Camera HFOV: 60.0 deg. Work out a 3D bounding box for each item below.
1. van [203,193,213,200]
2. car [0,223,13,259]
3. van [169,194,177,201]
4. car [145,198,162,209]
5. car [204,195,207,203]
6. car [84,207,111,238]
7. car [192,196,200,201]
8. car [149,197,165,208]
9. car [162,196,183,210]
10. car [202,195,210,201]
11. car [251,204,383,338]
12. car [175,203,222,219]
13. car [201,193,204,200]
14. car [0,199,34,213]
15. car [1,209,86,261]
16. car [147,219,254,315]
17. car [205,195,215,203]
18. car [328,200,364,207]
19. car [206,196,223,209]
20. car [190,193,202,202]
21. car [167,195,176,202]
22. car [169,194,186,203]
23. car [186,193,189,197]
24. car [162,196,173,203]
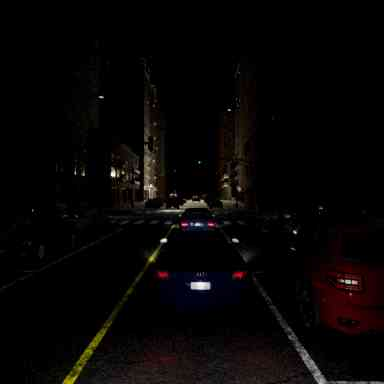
[{"bbox_3d":[3.454,1.358,61.828,1.690,1.788,3.998,1,0,1],"label":"van"},{"bbox_3d":[-5.777,1.526,6.490,1.752,1.417,4.829,1,0,1],"label":"car"},{"bbox_3d":[-4.783,1.371,84.633,1.690,1.788,3.998,1,0,1],"label":"van"},{"bbox_3d":[-5.289,1.555,44.926,1.887,1.381,4.507,1,0,1],"label":"car"},{"bbox_3d":[3.380,1.596,56.155,1.802,1.307,4.206,1,0,1],"label":"car"},{"bbox_3d":[-5.634,1.529,17.739,1.752,1.417,4.829,1,0,1],"label":"car"},{"bbox_3d":[1.070,1.626,84.884,1.895,1.301,4.718,0,0,1],"label":"car"},{"bbox_3d":[-5.217,1.557,50.599,1.887,1.381,4.507,1,0,1],"label":"car"},{"bbox_3d":[-2.587,1.558,44.536,2.033,1.411,5.357,0,0,-3],"label":"car"},{"bbox_3d":[3.812,1.599,90.192,1.947,1.339,4.313,1,0,1],"label":"car"},{"bbox_3d":[2.753,1.316,6.543,2.192,1.841,5.009,1,0,1],"label":"car"},{"bbox_3d":[0.266,1.552,17.843,2.033,1.411,5.357,0,0,0],"label":"car"},{"bbox_3d":[3.527,1.335,67.500,2.192,1.841,5.009,1,0,1],"label":"car"},{"bbox_3d":[-16.425,1.341,29.229,4.902,1.511,2.128,1,-1,1],"label":"car"},{"bbox_3d":[-5.703,1.547,12.284,1.887,1.381,4.507,1,0,1],"label":"car"},{"bbox_3d":[0.174,1.566,7.671,1.994,1.385,4.181,0,0,1],"label":"car"},{"bbox_3d":[3.308,1.594,50.482,1.802,1.307,4.206,1,0,1],"label":"car"},{"bbox_3d":[13.988,1.503,31.876,4.553,1.767,2.097,0,-1,1],"label":"car"},{"bbox_3d":[3.236,1.593,44.809,1.802,1.307,4.206,1,0,1],"label":"car"},{"bbox_3d":[0.946,1.564,74.185,2.033,1.411,5.357,0,0,1],"label":"car"},{"bbox_3d":[-4.855,1.466,78.961,1.967,1.590,4.097,1,0,1],"label":"car"},{"bbox_3d":[-2.406,1.491,54.499,1.882,1.535,5.008,0,0,1],"label":"car"},{"bbox_3d":[-2.235,1.371,64.529,2.097,1.767,4.553,0,0,1],"label":"car"},{"bbox_3d":[-5.001,1.601,67.616,1.802,1.307,4.206,1,0,1],"label":"car"}]
